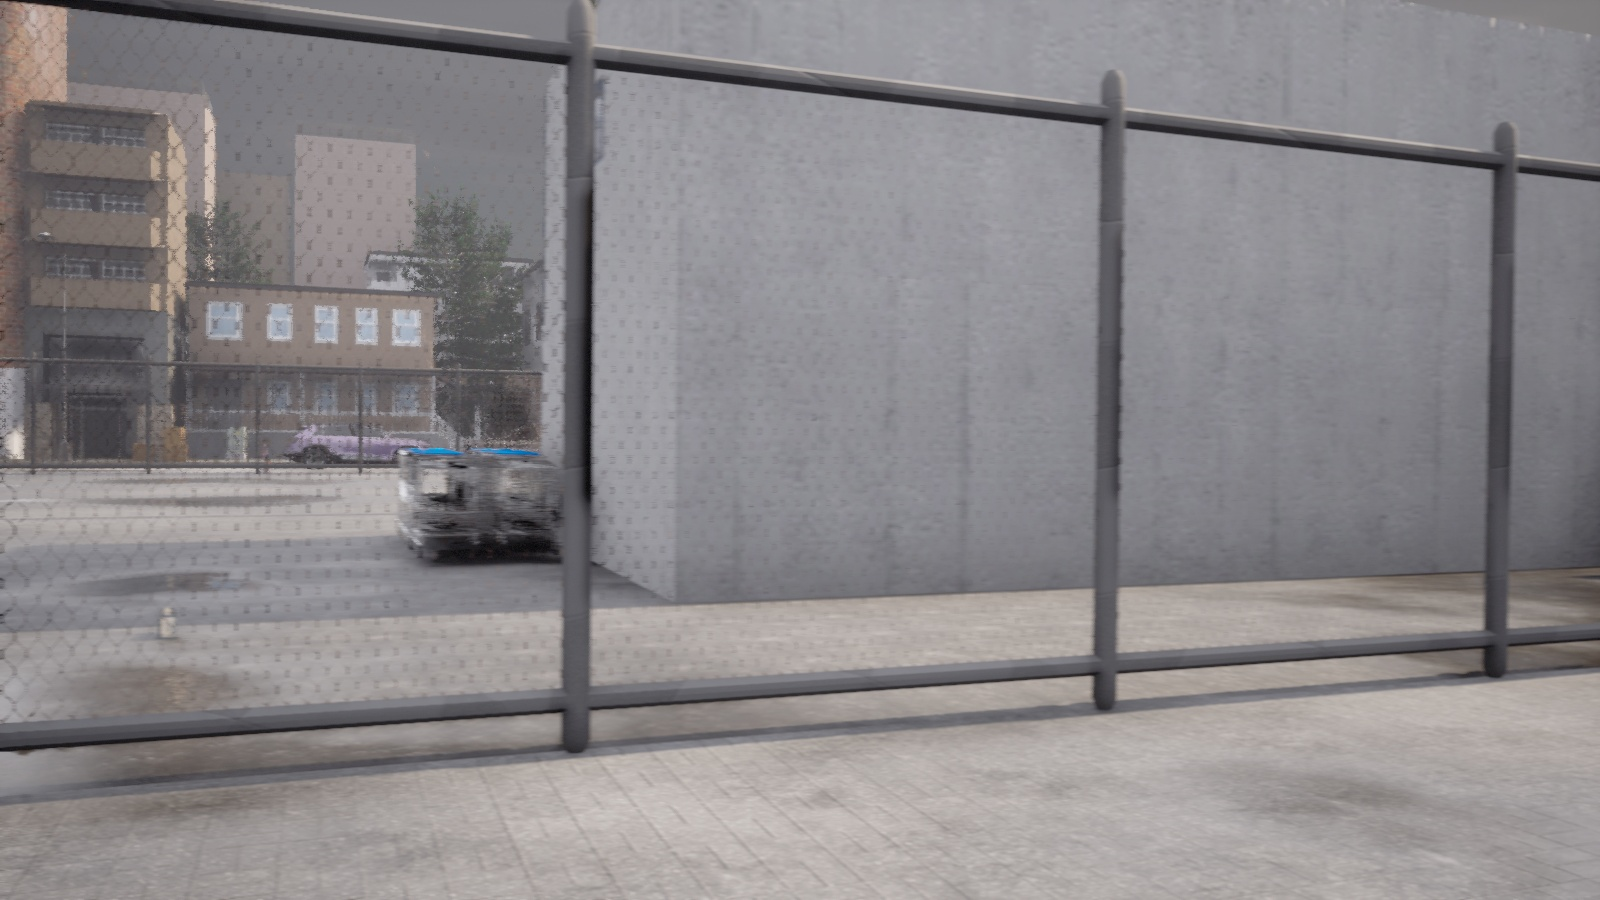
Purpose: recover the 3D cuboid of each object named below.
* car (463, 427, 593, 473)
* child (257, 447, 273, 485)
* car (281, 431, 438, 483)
[{"bbox_3d":[-10.466,-0.030,48.267,4.611,1.667,2.242,-1,1,-21],"label":"car"},{"bbox_3d":[-15.509,0.463,36.415,0.394,1.110,0.255,-1,1,-20],"label":"child"},{"bbox_3d":[-14.817,0.199,42.378,4.856,1.649,2.033,-1,1,-19],"label":"car"}]
